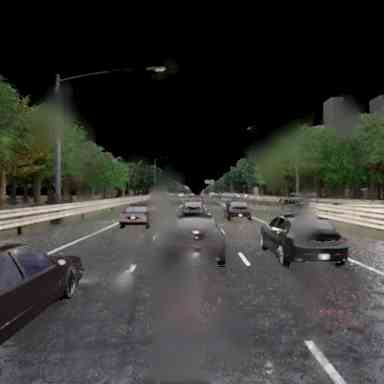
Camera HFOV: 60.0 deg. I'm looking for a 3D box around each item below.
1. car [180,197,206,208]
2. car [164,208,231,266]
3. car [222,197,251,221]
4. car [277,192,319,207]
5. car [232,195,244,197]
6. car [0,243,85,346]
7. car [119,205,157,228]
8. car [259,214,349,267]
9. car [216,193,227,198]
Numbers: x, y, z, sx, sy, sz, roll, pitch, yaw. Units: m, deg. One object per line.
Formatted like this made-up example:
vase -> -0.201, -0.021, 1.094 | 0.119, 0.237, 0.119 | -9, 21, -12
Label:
car -> 0.090, 1.459, 27.109 | 1.837, 1.490, 4.892 | 0, 0, 0
car -> 0.090, 1.507, 11.535 | 1.837, 1.490, 4.892 | 0, 0, 0
car -> 3.589, 1.459, 27.024 | 1.837, 1.490, 4.892 | 0, 0, 0
car -> 11.594, 0.969, 36.565 | 2.150, 2.045, 5.566 | 0, 0, -17
car -> 7.696, 1.144, 55.137 | 1.812, 1.442, 4.674 | 0, 0, -7
car -> -3.424, 1.551, 5.349 | 2.033, 1.411, 5.357 | 0, 0, 0
car -> -3.415, 1.525, 21.745 | 2.033, 1.411, 5.357 | 0, 0, 0
car -> 3.589, 1.507, 11.441 | 1.837, 1.490, 4.892 | 0, 0, 0
car -> 6.980, 1.025, 74.425 | 1.812, 1.442, 4.674 | 0, 0, 0
